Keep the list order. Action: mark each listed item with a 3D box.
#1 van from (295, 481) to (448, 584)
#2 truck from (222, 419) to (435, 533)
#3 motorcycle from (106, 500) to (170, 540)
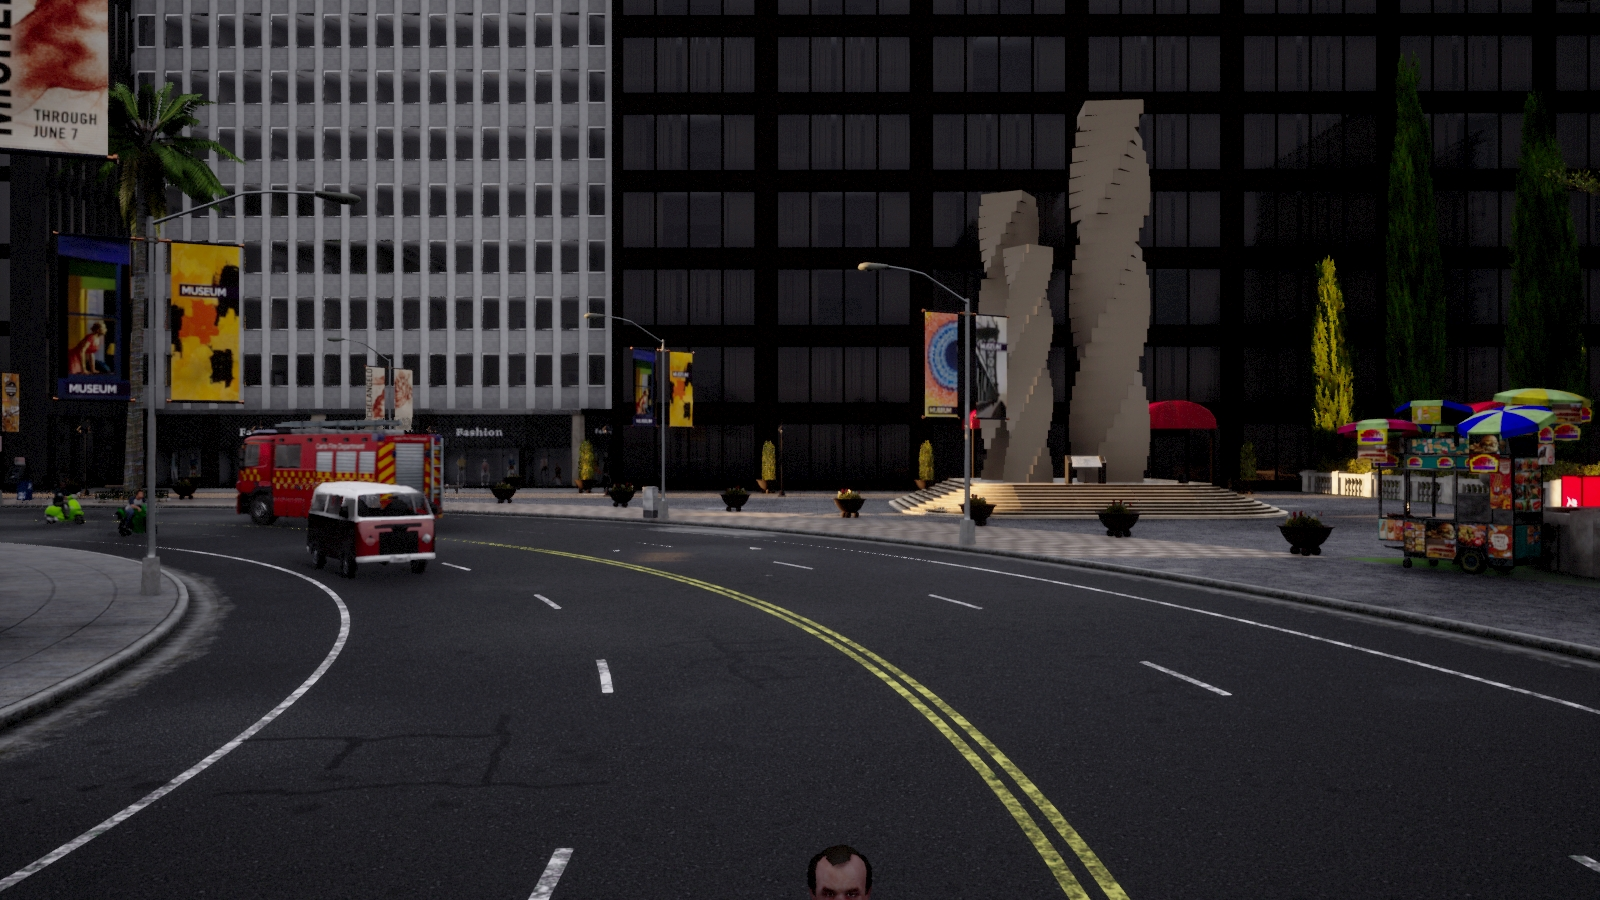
[{"bbox_3d":[-9.915,1.783,26.237,2.069,2.038,4.480,0,0,-37],"label":"van"},{"bbox_3d":[-17.435,0.890,41.988,8.468,3.827,2.891,0,0,33],"label":"truck"},{"bbox_3d":[-20.982,2.213,36.231,2.033,1.145,0.803,0,1,29],"label":"motorcycle"}]
